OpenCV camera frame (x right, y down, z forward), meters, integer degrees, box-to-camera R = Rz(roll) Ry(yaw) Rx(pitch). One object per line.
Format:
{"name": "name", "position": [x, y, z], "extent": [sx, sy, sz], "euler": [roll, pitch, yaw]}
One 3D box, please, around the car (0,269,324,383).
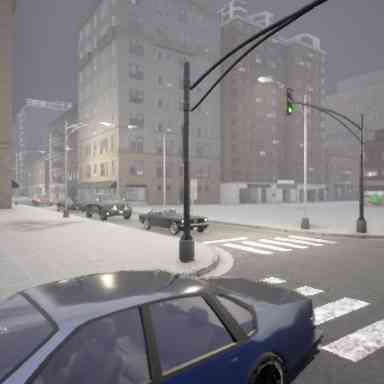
{"name": "car", "position": [-0.876, 1.547, 2.998], "extent": [5.357, 1.411, 2.033], "euler": [0, 0, -40]}

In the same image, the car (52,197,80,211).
{"name": "car", "position": [-12.771, 1.308, 34.874], "extent": [1.882, 1.535, 5.008], "euler": [0, 0, -36]}

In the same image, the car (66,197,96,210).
{"name": "car", "position": [-13.988, 1.349, 41.625], "extent": [2.033, 1.411, 5.357], "euler": [0, 0, -36]}

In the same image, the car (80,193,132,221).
{"name": "car", "position": [-6.766, 1.099, 26.456], "extent": [2.150, 2.045, 5.566], "euler": [0, 0, -36]}

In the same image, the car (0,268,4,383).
{"name": "car", "position": [-4.375, 1.551, 3.066], "extent": [4.403, 1.369, 2.008], "euler": [0, 0, -36]}

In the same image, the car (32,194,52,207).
{"name": "car", "position": [-20.859, 1.118, 46.300], "extent": [2.097, 1.767, 4.553], "euler": [0, 0, -35]}

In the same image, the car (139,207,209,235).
{"name": "car", "position": [-1.109, 1.525, 18.562], "extent": [1.895, 1.301, 4.718], "euler": [0, 0, -36]}
